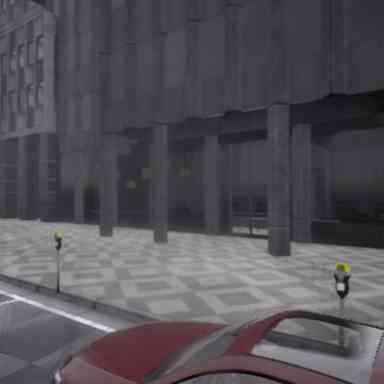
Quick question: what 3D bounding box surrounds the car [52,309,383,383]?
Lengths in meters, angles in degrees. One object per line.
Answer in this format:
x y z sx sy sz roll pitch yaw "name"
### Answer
0.673 1.585 2.365 4.206 1.307 1.802 0 0 36 "car"
